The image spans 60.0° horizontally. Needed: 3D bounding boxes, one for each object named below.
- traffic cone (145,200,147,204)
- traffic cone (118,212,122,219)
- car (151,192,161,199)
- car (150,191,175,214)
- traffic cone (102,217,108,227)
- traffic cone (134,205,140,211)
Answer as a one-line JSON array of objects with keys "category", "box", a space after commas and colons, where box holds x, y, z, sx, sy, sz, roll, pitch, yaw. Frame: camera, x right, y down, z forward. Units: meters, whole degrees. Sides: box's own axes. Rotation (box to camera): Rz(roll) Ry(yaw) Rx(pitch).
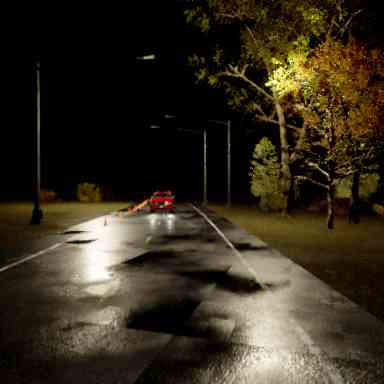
[{"category": "traffic cone", "box": [-6.646, 1.601, 45.185, 0.340, 0.580, 0.340, 0, 1, -4]}, {"category": "traffic cone", "box": [-5.476, 1.769, 25.314, 0.340, 0.580, 0.340, 0, 0, -2]}, {"category": "car", "box": [-8.715, 0.784, 79.845, 2.128, 1.511, 4.902, 0, 1, -10]}, {"category": "car", "box": [-2.902, 0.968, 32.796, 2.150, 2.045, 5.566, 0, 0, -3]}, {"category": "traffic cone", "box": [-5.282, 1.810, 20.341, 0.340, 0.580, 0.340, 0, 0, -2]}, {"category": "traffic cone", "box": [-5.983, 1.686, 35.254, 0.340, 0.580, 0.340, 0, 0, -3]}]
